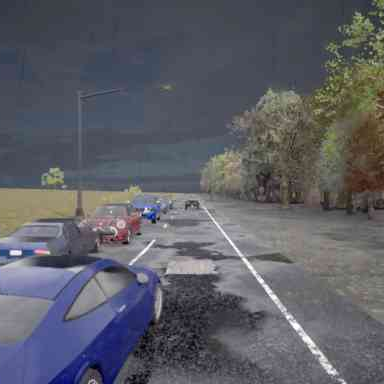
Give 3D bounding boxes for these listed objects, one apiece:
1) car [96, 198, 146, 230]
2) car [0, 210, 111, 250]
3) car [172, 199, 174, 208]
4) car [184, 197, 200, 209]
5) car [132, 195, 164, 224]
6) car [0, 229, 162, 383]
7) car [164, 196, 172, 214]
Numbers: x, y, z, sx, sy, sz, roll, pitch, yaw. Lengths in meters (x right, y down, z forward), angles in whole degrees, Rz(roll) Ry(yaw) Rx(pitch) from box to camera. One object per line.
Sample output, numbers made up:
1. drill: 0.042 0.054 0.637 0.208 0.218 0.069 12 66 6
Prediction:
1. car: -3.689 1.353 15.600 2.097 1.767 4.553 0 0 1
2. car: -4.375 1.549 10.735 2.033 1.411 5.357 0 0 0
3. car: -3.627 1.347 45.262 2.097 1.767 4.553 0 0 0
4. car: 0.027 1.501 44.335 1.837 1.490 4.892 0 0 0
5. car: -3.623 1.223 25.251 2.150 2.045 5.566 0 0 -1
6. car: -1.641 1.526 4.231 1.812 1.442 4.674 0 0 6
7. car: -3.620 1.351 35.256 2.097 1.767 4.553 0 0 0
